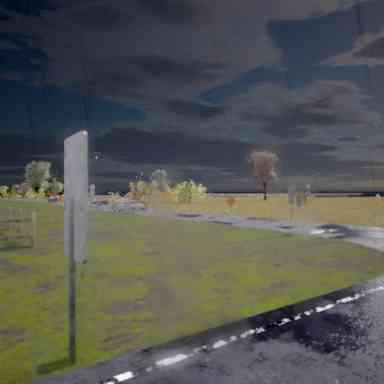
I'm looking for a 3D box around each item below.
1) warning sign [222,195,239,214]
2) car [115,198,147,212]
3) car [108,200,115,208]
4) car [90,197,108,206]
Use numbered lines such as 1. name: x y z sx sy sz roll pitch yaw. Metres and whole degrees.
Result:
1. warning sign: 3.916 1.192 33.560 1.300 1.860 1.060 0 0 -35
2. car: -7.189 1.712 40.161 1.895 1.301 4.718 0 0 -35
3. car: -10.341 1.618 49.681 1.882 1.535 5.008 0 0 -34
4. car: -16.093 1.654 57.791 1.882 1.535 5.008 0 0 -35
